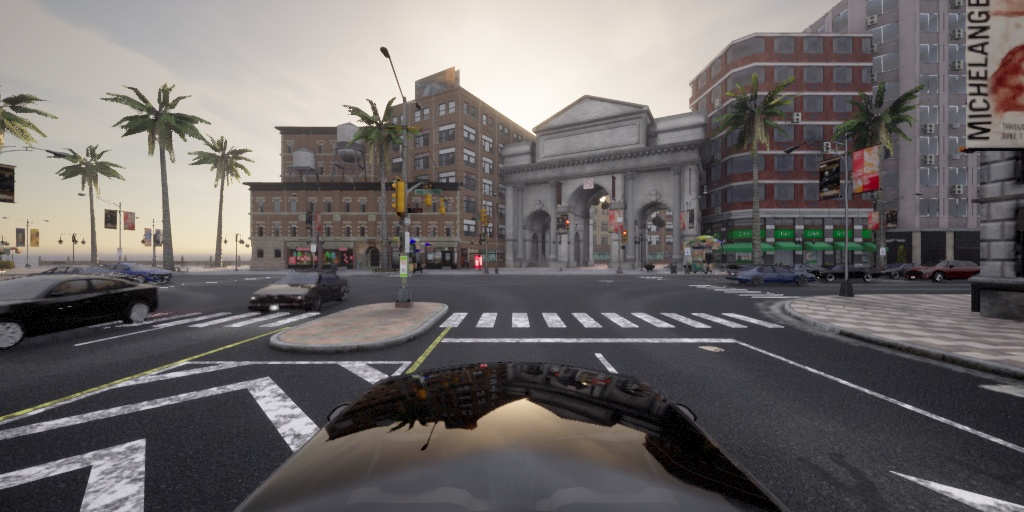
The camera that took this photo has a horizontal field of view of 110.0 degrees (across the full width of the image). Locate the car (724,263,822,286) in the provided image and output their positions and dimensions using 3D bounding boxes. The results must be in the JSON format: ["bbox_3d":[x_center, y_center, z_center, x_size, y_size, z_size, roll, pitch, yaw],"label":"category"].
[{"bbox_3d":[17.828,1.297,24.897,5.357,1.411,2.033,0,0,0],"label":"car"}]

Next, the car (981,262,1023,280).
[{"bbox_3d":[44.745,1.255,31.199,4.892,1.490,1.837,0,0,8],"label":"car"}]

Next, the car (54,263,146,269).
[{"bbox_3d":[-25.838,1.297,21.602,5.357,1.411,2.033,0,0,3],"label":"car"}]

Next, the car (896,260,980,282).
[{"bbox_3d":[34.060,1.102,28.372,4.553,1.767,2.097,0,0,2],"label":"car"}]

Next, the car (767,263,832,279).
[{"bbox_3d":[25.589,1.314,32.013,4.181,1.385,1.994,0,0,1],"label":"car"}]

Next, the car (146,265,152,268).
[{"bbox_3d":[-26.803,1.228,25.230,5.008,1.535,1.882,0,0,0],"label":"car"}]

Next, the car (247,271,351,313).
[{"bbox_3d":[-8.066,1.297,14.292,2.033,1.411,5.357,0,0,-8],"label":"car"}]

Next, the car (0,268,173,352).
[{"bbox_3d":[-11.705,1.228,9.000,1.882,1.535,5.008,1,0,-6],"label":"car"}]

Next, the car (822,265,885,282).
[{"bbox_3d":[26.105,1.351,28.525,4.718,1.301,1.895,0,0,1],"label":"car"}]

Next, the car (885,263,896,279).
[{"bbox_3d":[34.845,1.297,31.911,5.357,1.411,2.033,0,0,1],"label":"car"}]
